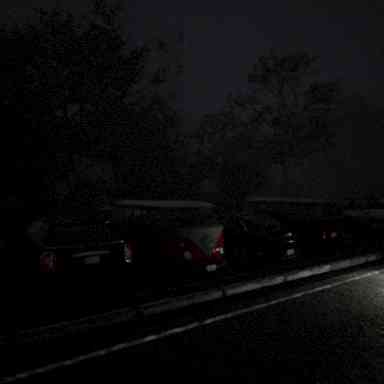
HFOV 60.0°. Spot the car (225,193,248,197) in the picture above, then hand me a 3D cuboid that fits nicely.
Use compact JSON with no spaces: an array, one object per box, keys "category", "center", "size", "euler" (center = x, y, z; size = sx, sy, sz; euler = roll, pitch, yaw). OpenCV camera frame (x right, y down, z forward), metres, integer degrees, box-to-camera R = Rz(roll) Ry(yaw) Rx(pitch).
[{"category":"car","center":[5.062,1.158,30.099],"size":[2.435,2.045,5.566],"euler":[0,0,-36]}]

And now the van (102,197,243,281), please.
[{"category":"van","center":[-0.822,1.226,9.707],"size":[1.878,1.987,4.442],"euler":[0,0,-36]}]

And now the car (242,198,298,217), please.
[{"category":"car","center":[7.316,1.406,31.739],"size":[2.097,1.535,5.008],"euler":[0,0,-36]}]

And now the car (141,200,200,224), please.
[{"category":"car","center":[-1.745,1.430,25.259],"size":[2.097,1.535,5.008],"euler":[0,0,-36]}]

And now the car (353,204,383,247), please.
[{"category":"car","center":[5.957,1.428,14.687],"size":[2.097,1.535,5.008],"euler":[0,0,-36]}]

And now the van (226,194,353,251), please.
[{"category":"van","center":[3.605,1.210,13.155],"size":[1.878,1.987,4.442],"euler":[0,0,-36]}]

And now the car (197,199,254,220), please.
[{"category":"car","center":[2.766,1.445,28.527],"size":[2.163,1.488,4.792],"euler":[0,0,-36]}]

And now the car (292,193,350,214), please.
[{"category":"car","center":[14.024,1.153,36.508],"size":[2.435,2.045,5.566],"euler":[0,0,-36]}]

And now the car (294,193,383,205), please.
[{"category":"car","center":[8.217,1.170,16.345],"size":[2.435,2.045,5.566],"euler":[0,0,-36]}]

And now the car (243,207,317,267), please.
[{"category":"car","center":[1.396,1.445,11.427],"size":[2.231,1.521,4.892],"euler":[0,0,-36]}]

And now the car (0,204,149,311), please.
[{"category":"car","center":[-3.153,1.334,8.146],"size":[2.185,1.767,4.553],"euler":[0,0,-36]}]

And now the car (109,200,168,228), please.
[{"category":"car","center":[-3.907,1.435,23.492],"size":[1.946,1.575,5.366],"euler":[0,0,-36]}]

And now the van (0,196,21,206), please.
[{"category":"van","center":[-10.884,1.235,18.880],"size":[1.878,1.987,4.442],"euler":[0,0,-35]}]

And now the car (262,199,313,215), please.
[{"category":"car","center":[9.479,1.444,33.289],"size":[2.002,1.452,4.674],"euler":[0,0,-36]}]

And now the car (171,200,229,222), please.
[{"category":"car","center":[0.534,1.453,26.860],"size":[2.163,1.488,4.792],"euler":[0,0,-36]}]
